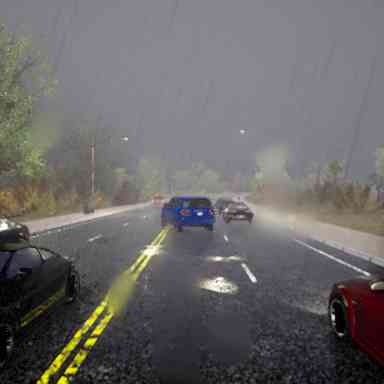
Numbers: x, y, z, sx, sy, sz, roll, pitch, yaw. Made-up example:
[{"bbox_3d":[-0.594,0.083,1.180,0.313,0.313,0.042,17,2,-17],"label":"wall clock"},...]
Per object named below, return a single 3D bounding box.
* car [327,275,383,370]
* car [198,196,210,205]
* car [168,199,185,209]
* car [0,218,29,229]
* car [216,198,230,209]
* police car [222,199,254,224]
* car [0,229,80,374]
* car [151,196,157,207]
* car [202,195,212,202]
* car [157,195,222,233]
[{"bbox_3d":[3.225,1.575,3.843,1.994,1.385,4.181,0,0,0],"label":"car"},{"bbox_3d":[2.334,1.587,63.694,1.837,1.490,4.892,0,0,6],"label":"car"},{"bbox_3d":[-2.196,1.689,46.997,1.895,1.301,4.718,0,0,3],"label":"car"},{"bbox_3d":[-6.595,1.521,9.741,2.128,1.511,4.902,0,0,0],"label":"car"},{"bbox_3d":[4.426,1.582,47.525,1.837,1.490,4.892,0,0,3],"label":"car"},{"bbox_3d":[3.487,1.565,25.694,2.038,1.542,4.974,0,0,2],"label":"police car"},{"bbox_3d":[-3.353,1.580,5.358,1.994,1.385,4.181,0,0,0],"label":"car"},{"bbox_3d":[-5.115,1.447,52.329,2.097,1.767,4.553,0,0,4],"label":"car"},{"bbox_3d":[3.498,1.566,76.955,1.837,1.490,4.892,0,0,6],"label":"car"},{"bbox_3d":[-0.359,1.276,20.563,2.150,2.045,5.566,-2,0,-18],"label":"car"}]
